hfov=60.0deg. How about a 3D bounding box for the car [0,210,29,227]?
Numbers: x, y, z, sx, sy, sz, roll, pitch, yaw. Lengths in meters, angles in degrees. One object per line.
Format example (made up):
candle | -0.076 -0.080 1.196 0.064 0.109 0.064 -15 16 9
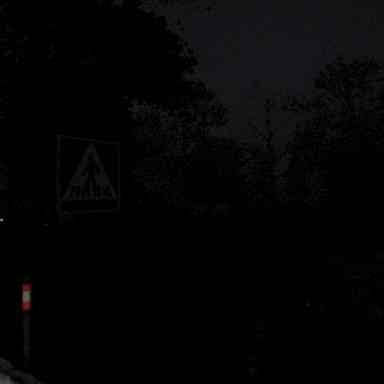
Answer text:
car | -14.443 2.239 28.114 1.994 1.385 4.181 0 -2 13

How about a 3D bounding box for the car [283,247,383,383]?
car | 2.371 1.492 4.429 2.231 1.521 4.892 0 -1 15
